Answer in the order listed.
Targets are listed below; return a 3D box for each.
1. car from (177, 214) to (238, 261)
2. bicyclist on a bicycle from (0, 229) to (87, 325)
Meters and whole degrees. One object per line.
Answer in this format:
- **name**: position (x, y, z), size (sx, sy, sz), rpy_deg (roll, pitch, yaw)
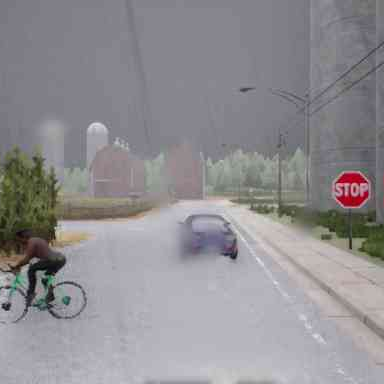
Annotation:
- **car**: position (0.475, 1.526, 12.192), size (1.812, 1.442, 4.674), rpy_deg (0, 0, -3)
- **bicyclist on a bicycle**: position (-2.691, 1.455, 5.739), size (1.656, 1.620, 0.582), rpy_deg (-2, 0, -10)
